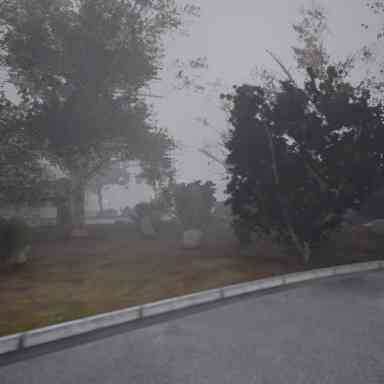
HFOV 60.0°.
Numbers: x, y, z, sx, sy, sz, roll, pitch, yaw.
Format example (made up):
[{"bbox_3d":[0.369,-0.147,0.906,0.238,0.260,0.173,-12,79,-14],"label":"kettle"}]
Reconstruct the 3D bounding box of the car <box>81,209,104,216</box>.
[{"bbox_3d":[-24.200,4.905,81.100,4.892,1.521,2.231,0,-3,-34],"label":"car"}]

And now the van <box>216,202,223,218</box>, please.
[{"bbox_3d":[4.874,2.036,38.593,4.442,1.987,1.878,0,-2,-35],"label":"van"}]

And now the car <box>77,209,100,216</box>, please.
[{"bbox_3d":[-26.038,5.081,83.803,5.008,1.535,2.097,0,-3,-34],"label":"car"}]

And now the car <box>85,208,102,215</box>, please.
[{"bbox_3d":[-22.370,4.767,78.386,4.674,1.452,2.002,0,-3,-34],"label":"car"}]

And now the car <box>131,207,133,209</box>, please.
[{"bbox_3d":[-8.803,3.286,58.236,4.553,1.767,2.185,0,-3,-34],"label":"car"}]
